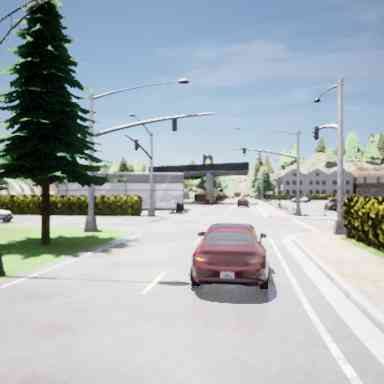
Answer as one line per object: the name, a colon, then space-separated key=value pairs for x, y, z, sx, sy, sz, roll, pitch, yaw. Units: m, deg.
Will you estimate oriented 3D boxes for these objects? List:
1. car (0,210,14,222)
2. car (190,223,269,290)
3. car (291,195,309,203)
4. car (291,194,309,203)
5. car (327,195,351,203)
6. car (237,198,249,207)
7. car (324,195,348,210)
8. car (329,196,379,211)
car: x=-16.302 y=1.662 z=25.801 sx=4.674 sy=1.442 sz=1.812 roll=0 pitch=0 yaw=9
car: x=1.090 y=1.579 z=9.213 sx=1.812 sy=1.442 sz=4.674 roll=0 pitch=0 yaw=9
car: x=24.479 y=1.800 z=75.631 sx=3.806 sy=1.475 sz=1.970 roll=0 pitch=0 yaw=9
car: x=25.592 y=1.535 z=78.824 sx=3.866 sy=1.878 sz=1.905 roll=0 pitch=0 yaw=9
car: x=32.864 y=1.535 z=74.372 sx=4.605 sy=1.855 sz=1.932 roll=0 pitch=0 yaw=9
car: x=9.025 y=1.813 z=58.797 sx=1.882 sy=1.535 sz=5.008 roll=0 pitch=0 yaw=9
car: x=19.289 y=1.577 z=41.769 sx=5.027 sy=1.636 sz=2.152 roll=0 pitch=0 yaw=9
car: x=18.861 y=1.568 z=38.661 sx=4.514 sy=1.523 sz=2.007 roll=0 pitch=0 yaw=9
